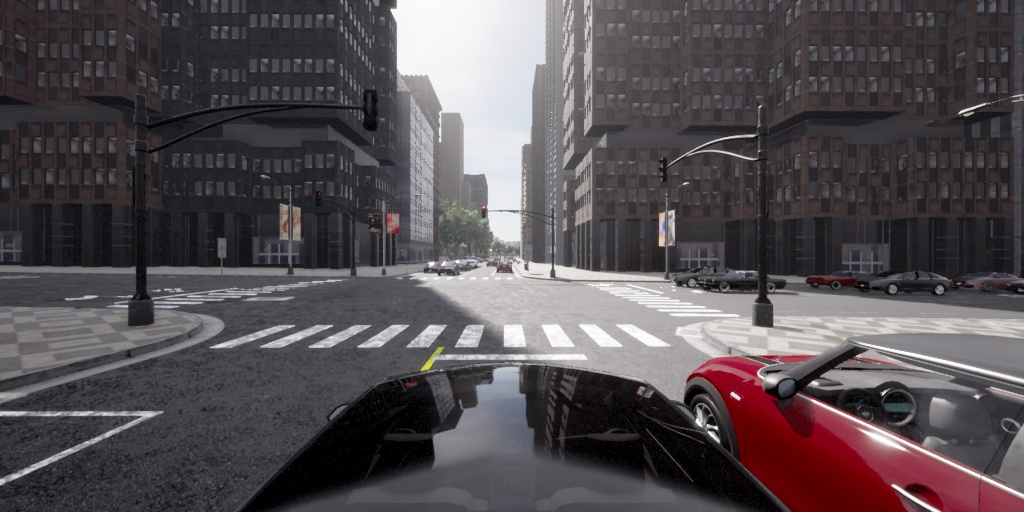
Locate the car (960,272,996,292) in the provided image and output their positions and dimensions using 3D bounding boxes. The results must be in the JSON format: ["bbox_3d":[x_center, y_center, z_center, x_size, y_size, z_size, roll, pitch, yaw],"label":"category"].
[{"bbox_3d":[34.185,1.830,25.838,4.181,1.385,1.994,1,0,0],"label":"car"}]

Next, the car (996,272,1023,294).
[{"bbox_3d":[34.740,1.825,22.599,5.357,1.411,2.033,1,0,-1],"label":"car"}]

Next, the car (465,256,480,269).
[{"bbox_3d":[-6.965,1.012,59.219,2.150,2.045,5.566,0,0,0],"label":"car"}]

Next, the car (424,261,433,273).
[{"bbox_3d":[-9.431,1.321,43.412,1.948,1.339,4.313,0,0,-1],"label":"car"}]

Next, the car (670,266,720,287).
[{"bbox_3d":[13.853,1.475,25.586,4.892,1.490,1.837,1,0,-1],"label":"car"}]

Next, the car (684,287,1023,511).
[{"bbox_3d":[2.761,1.190,2.160,1.967,1.591,4.097,0,0,0],"label":"car"}]

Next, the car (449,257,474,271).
[{"bbox_3d":[-6.834,1.258,48.587,2.128,1.511,4.902,0,0,-1],"label":"car"}]

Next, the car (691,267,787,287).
[{"bbox_3d":[14.159,1.579,22.340,4.718,1.301,1.895,1,0,-3],"label":"car"}]

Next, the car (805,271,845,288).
[{"bbox_3d":[23.939,1.717,25.702,4.718,1.301,1.895,1,0,-1],"label":"car"}]

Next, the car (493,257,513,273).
[{"bbox_3d":[-0.907,1.195,43.526,1.967,1.591,4.097,0,0,-1],"label":"car"}]

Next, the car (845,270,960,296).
[{"bbox_3d":[24.359,1.631,22.472,4.892,1.490,1.837,1,0,-1],"label":"car"}]

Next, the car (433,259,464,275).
[{"bbox_3d":[-6.686,1.292,38.321,2.033,1.411,5.357,0,0,-1],"label":"car"}]

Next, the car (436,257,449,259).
[{"bbox_3d":[-9.506,1.082,48.838,2.192,1.841,5.009,0,0,-1],"label":"car"}]
